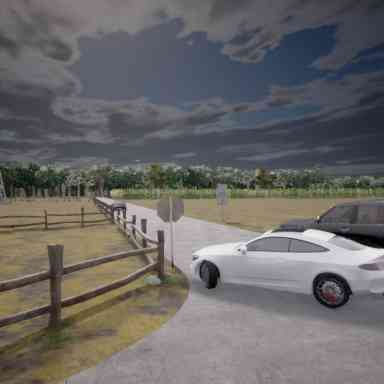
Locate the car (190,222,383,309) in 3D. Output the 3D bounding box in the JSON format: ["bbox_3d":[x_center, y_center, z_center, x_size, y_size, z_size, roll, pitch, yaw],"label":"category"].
[{"bbox_3d":[2.145,1.616,8.030,4.674,1.442,1.812,-2,0,33],"label":"car"}]

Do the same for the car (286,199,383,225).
[{"bbox_3d":[5.110,1.231,9.836,2.150,2.045,5.566,-2,0,-40],"label":"car"}]

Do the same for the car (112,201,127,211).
[{"bbox_3d":[-10.884,1.988,49.471,2.033,1.411,5.357,-2,0,-18],"label":"car"}]
